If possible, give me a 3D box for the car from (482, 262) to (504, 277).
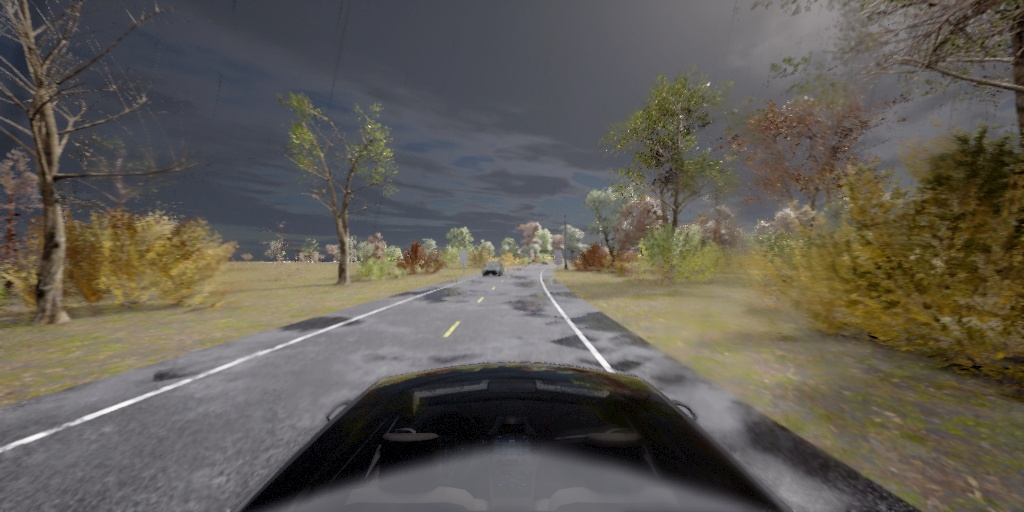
[{"bbox_3d":[-2.085,1.428,40.475,2.097,1.767,4.553,0,0,5],"label":"car"}]
